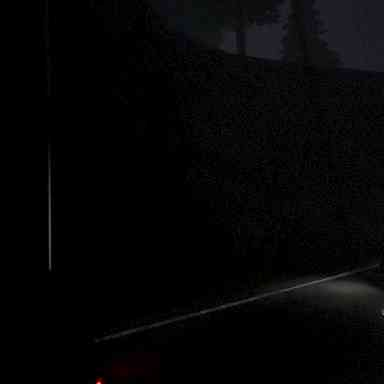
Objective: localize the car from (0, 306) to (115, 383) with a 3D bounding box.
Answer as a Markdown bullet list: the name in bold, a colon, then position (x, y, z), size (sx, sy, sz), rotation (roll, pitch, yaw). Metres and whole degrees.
- **car**: position (-3.132, 1.547, 1.782), size (5.357, 1.411, 2.033), rotation (0, 0, -36)

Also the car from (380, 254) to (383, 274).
- **car**: position (6.899, 1.525, 8.680), size (4.674, 1.442, 1.812), rotation (0, 0, -32)
